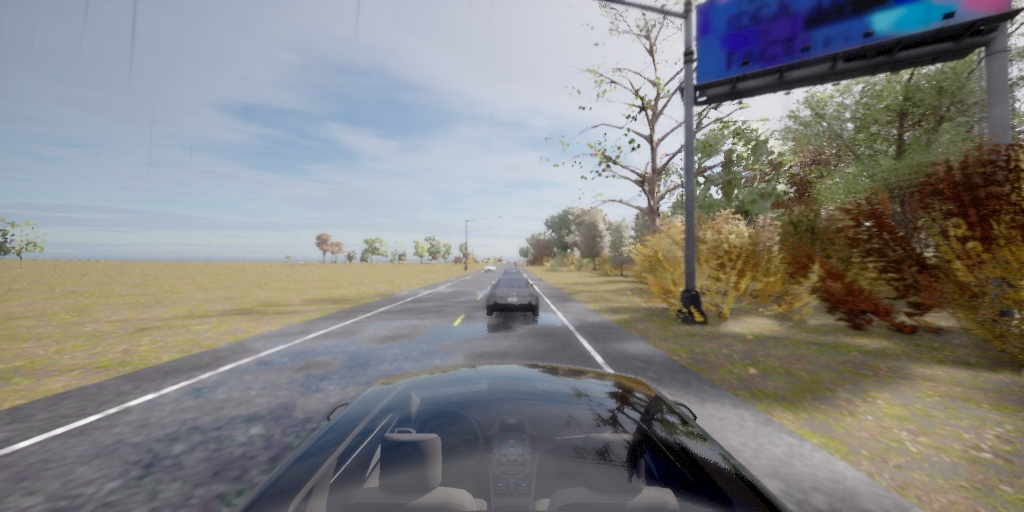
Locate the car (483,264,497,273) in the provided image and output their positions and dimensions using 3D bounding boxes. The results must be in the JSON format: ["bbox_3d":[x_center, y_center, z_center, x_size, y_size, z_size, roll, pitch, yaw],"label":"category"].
[{"bbox_3d":[-3.574,2.020,58.566,1.812,1.442,4.674,0,-1,0],"label":"car"}]

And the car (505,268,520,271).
[{"bbox_3d":[0.042,1.677,29.323,1.994,1.385,4.181,0,-1,1],"label":"car"}]

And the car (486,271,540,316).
[{"bbox_3d":[0.044,1.480,14.315,1.994,1.385,4.181,0,-1,1],"label":"car"}]
